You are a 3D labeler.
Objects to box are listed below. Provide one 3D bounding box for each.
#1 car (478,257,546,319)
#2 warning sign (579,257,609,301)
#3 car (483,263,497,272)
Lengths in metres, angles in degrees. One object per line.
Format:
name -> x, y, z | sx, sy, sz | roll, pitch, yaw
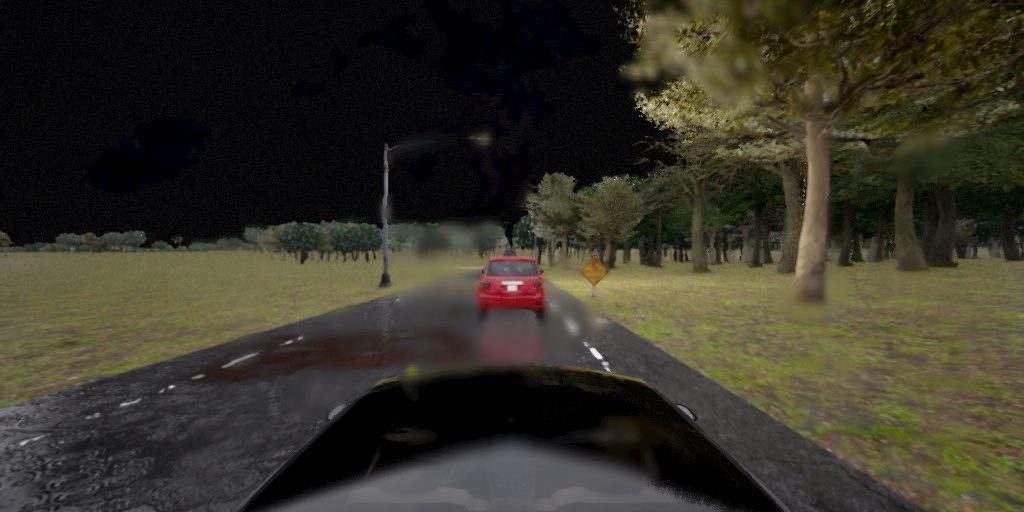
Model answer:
car -> 0.031, 1.047, 13.249 | 2.150, 2.045, 5.566 | 0, 0, 0
warning sign -> 3.551, 0.957, 15.547 | 1.300, 1.860, 1.060 | 0, 0, 0
car -> -3.553, 1.833, 58.783 | 1.895, 1.301, 4.718 | 0, -1, 1
